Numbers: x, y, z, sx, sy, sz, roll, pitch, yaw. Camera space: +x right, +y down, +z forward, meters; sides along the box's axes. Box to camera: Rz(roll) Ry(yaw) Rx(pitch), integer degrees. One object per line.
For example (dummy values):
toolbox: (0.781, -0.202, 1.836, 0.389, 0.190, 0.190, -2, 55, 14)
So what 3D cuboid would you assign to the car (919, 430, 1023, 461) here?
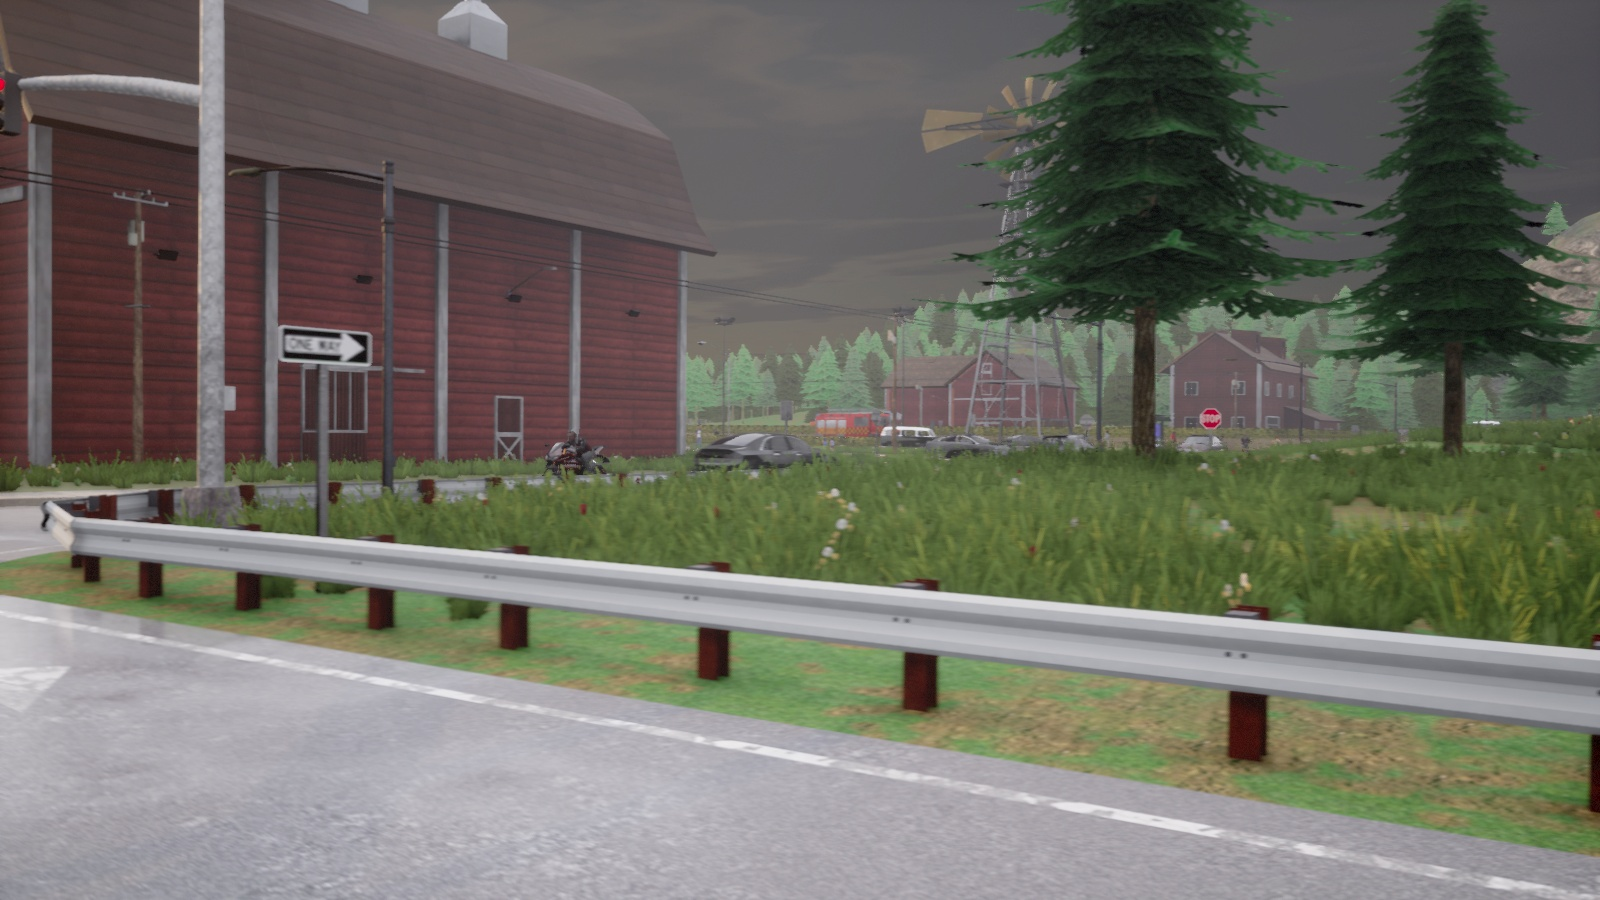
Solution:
car: (8.758, -0.247, 64.590, 4.902, 1.511, 2.128, 0, 1, 39)

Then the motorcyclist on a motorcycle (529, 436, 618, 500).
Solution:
motorcyclist on a motorcycle: (-5.612, 0.417, 31.288, 0.866, 1.530, 2.191, 0, 1, 35)

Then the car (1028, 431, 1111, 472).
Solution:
car: (10.393, 0.018, 48.305, 1.845, 1.501, 3.633, 0, 1, 35)

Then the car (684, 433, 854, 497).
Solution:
car: (-0.689, 0.329, 32.258, 1.837, 1.490, 4.892, 0, 1, 35)

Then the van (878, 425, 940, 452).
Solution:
van: (8.455, -0.926, 97.167, 4.480, 2.038, 2.069, 0, 1, 17)

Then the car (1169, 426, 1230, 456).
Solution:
car: (23.338, -0.524, 73.208, 2.033, 1.649, 4.856, 0, 1, 35)
